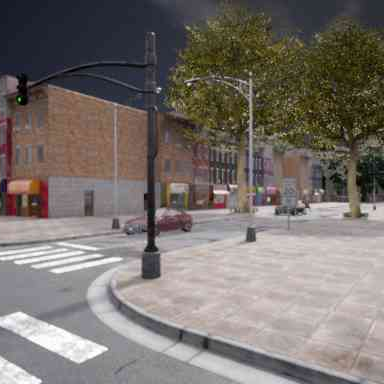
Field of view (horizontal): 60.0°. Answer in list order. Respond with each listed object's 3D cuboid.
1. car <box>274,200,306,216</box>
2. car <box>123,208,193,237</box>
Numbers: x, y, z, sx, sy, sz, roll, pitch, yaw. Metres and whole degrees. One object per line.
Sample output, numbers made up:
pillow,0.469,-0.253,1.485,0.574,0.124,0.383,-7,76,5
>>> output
car,10.455,1.598,35.342,2.097,1.767,4.553,0,-1,36
car,-1.713,1.613,18.586,1.812,1.442,4.674,0,0,35
